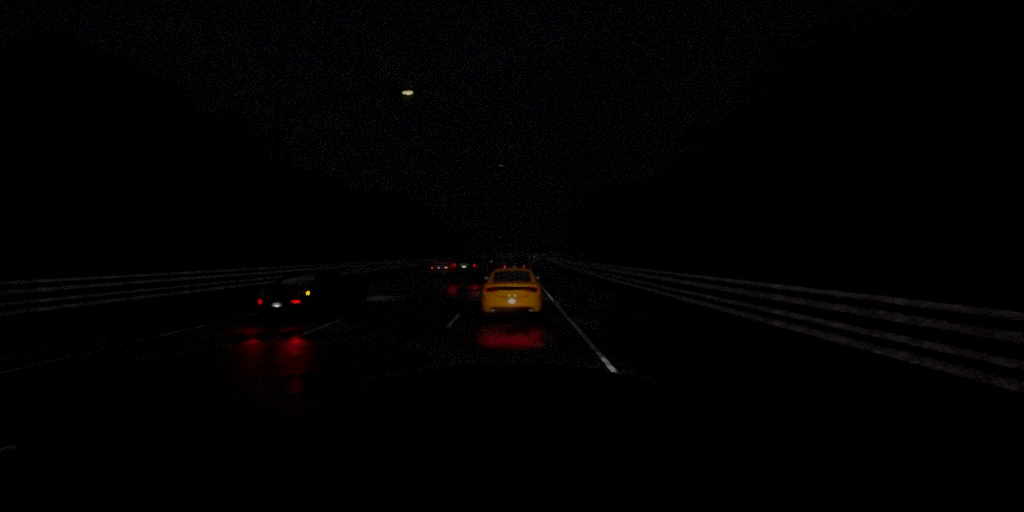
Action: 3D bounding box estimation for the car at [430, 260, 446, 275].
[{"bbox_3d":[-6.571,1.111,35.047,2.033,1.411,5.357,0,0,2],"label":"car"}]

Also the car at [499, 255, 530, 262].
[{"bbox_3d":[0.258,0.916,30.856,2.097,1.767,4.553,0,0,1],"label":"car"}]

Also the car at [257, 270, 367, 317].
[{"bbox_3d":[-6.891,1.231,12.817,1.812,1.442,4.674,0,0,0],"label":"car"}]

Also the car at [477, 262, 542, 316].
[{"bbox_3d":[0.010,1.154,12.939,1.882,1.535,5.008,0,0,0],"label":"car"}]

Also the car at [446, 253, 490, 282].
[{"bbox_3d":[-3.238,0.823,27.457,2.150,2.045,5.566,0,0,1],"label":"car"}]

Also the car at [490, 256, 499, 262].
[{"bbox_3d":[-2.574,0.803,48.698,2.097,1.767,4.553,0,0,2],"label":"car"}]
